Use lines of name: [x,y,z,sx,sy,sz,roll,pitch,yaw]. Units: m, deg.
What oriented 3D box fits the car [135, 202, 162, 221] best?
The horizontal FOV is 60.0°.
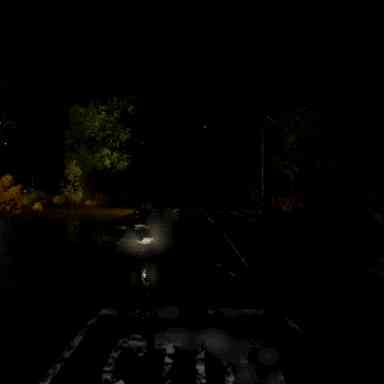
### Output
car: [-3.606,1.620,28.216,1.882,1.535,5.008,0,-2,0]
